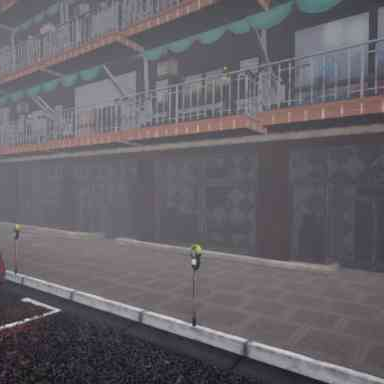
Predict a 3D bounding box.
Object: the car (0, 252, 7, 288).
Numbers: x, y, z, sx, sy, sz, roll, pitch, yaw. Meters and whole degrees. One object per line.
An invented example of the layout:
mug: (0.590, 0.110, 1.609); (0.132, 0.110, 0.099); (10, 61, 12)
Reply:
car: (-6.051, 1.524, 7.680); (4.674, 1.442, 1.812); (0, 0, 36)
